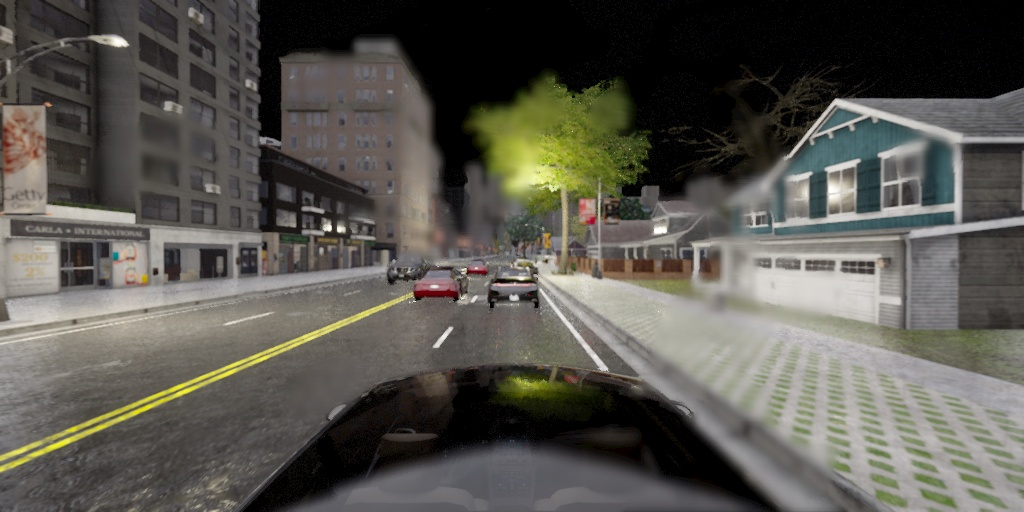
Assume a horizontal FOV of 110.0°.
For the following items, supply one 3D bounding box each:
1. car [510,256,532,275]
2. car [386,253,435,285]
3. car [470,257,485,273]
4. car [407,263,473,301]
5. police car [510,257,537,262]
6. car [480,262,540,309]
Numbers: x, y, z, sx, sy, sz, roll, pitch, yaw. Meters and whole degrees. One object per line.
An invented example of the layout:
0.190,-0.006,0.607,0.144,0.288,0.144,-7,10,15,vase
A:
0.864,0.877,35.928,2.097,1.767,4.553,0,0,0,car
-6.672,0.826,24.416,2.150,2.045,5.566,0,0,0,car
-3.256,1.097,34.742,1.994,1.385,4.181,0,0,0,car
-3.198,1.220,16.790,1.994,1.385,4.181,0,0,0,car
0.896,1.019,26.068,1.930,1.638,5.238,0,0,0,police car
0.060,1.163,14.287,2.128,1.511,4.902,0,0,0,car
